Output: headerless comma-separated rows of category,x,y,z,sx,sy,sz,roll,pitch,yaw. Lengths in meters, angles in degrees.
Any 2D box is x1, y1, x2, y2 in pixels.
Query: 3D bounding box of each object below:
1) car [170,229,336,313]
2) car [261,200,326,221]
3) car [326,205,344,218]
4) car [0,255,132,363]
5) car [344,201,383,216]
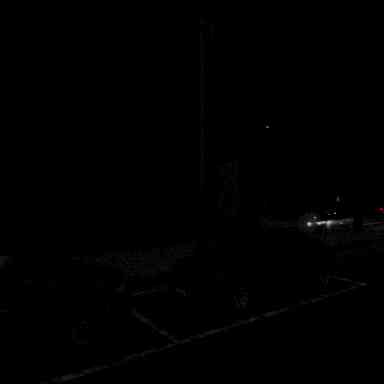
car,1.560,1.566,7.648,4.313,1.339,1.947,0,0,-35
car,7.684,1.532,27.153,2.033,1.411,5.357,0,0,-36
car,10.266,1.480,29.131,1.837,1.490,4.892,0,0,-36
car,-2.878,1.582,4.482,4.206,1.307,1.802,0,0,-35
car,16.230,1.562,32.092,1.895,1.301,4.718,0,0,-35
